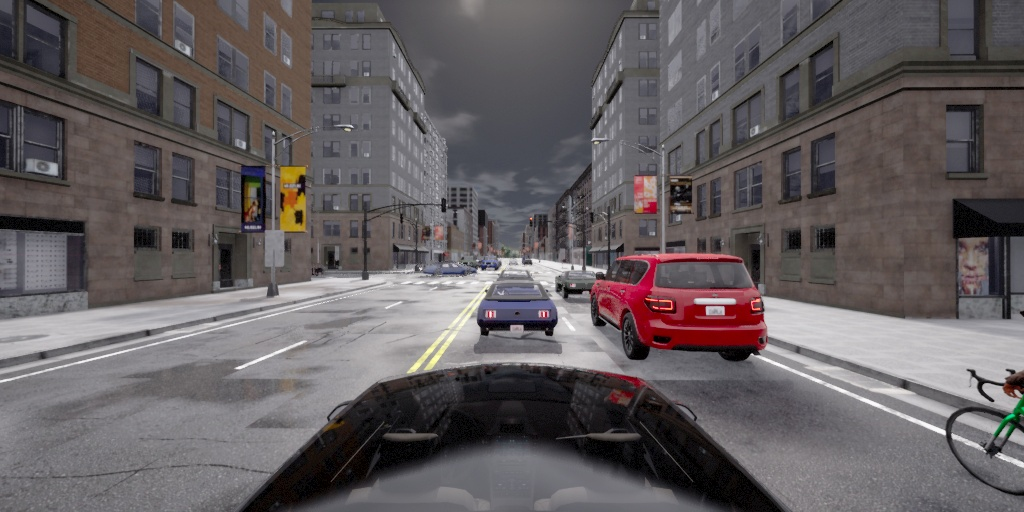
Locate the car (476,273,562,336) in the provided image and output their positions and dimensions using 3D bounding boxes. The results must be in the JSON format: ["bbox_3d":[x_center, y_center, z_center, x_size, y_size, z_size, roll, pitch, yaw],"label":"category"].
[{"bbox_3d":[0.130,1.352,10.363,1.895,1.301,4.718,0,0,0],"label":"car"}]

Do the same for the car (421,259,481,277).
[{"bbox_3d":[-6.198,1.306,35.505,5.357,1.411,2.033,0,0,-21],"label":"car"}]

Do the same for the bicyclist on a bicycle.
[{"bbox_3d":[4.149,1.203,2.614,0.582,1.620,1.656,0,0,0],"label":"bicyclist on a bicycle"}]

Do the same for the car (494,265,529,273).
[{"bbox_3d":[0.164,1.355,19.468,1.895,1.301,4.718,0,0,0],"label":"car"}]

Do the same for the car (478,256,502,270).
[{"bbox_3d":[-3.126,0.989,51.769,2.150,2.045,5.566,0,0,2],"label":"car"}]

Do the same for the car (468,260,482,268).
[{"bbox_3d":[-6.350,1.334,61.475,1.994,1.385,4.181,0,0,0],"label":"car"}]

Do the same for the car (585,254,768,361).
[{"bbox_3d":[3.348,0.972,8.438,2.150,2.045,5.566,0,0,2],"label":"car"}]

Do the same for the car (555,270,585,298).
[{"bbox_3d":[3.310,1.354,18.207,1.895,1.301,4.718,0,0,0],"label":"car"}]

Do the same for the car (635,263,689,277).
[{"bbox_3d":[15.190,1.410,36.489,4.718,1.301,1.895,0,0,0],"label":"car"}]

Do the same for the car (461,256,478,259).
[{"bbox_3d":[-6.400,0.989,52.069,2.150,2.045,5.566,0,0,0],"label":"car"}]

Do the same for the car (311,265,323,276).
[{"bbox_3d":[-20.338,1.086,33.817,4.553,1.767,2.097,0,0,1],"label":"car"}]
